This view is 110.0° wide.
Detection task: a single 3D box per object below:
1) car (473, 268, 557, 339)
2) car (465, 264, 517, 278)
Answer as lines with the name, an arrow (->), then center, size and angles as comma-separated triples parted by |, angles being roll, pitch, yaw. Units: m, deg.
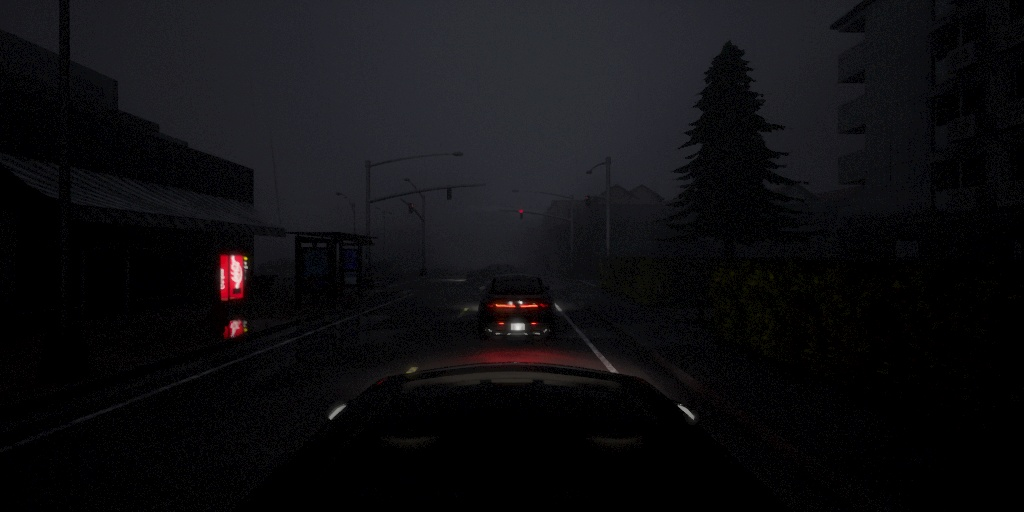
car -> 0.118, 1.255, 10.038 | 1.837, 1.490, 4.892 | 0, 0, 0
car -> -1.211, 1.369, 30.567 | 5.357, 1.411, 2.033 | 0, 1, 0
